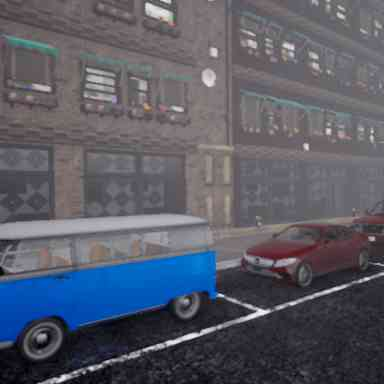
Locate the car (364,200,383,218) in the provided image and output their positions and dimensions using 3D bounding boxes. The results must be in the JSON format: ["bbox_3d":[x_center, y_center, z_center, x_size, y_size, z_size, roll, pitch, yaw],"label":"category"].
[{"bbox_3d":[7.804,1.154,12.197,5.009,1.841,2.192,-1,0,-36],"label":"car"}]

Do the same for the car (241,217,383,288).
[{"bbox_3d":[3.184,1.489,8.871,4.206,1.307,1.802,-1,0,-36],"label":"car"}]

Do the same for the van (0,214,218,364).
[{"bbox_3d":[-1.442,1.318,5.542,3.998,1.788,1.690,-1,0,-36],"label":"van"}]
